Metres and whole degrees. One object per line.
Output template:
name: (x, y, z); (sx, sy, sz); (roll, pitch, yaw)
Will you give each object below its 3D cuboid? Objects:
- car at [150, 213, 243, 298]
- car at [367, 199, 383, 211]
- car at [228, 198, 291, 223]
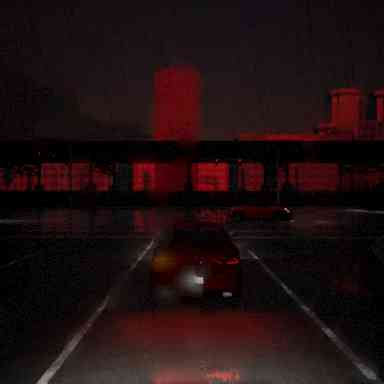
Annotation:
car: (0.091, 1.476, 8.592); (1.882, 1.535, 5.008); (0, 0, 0)
car: (22.714, 1.392, 38.390); (4.674, 1.442, 1.812); (-1, 0, 1)
car: (4.946, 1.320, 24.658); (4.553, 1.767, 2.097); (0, 0, 2)
